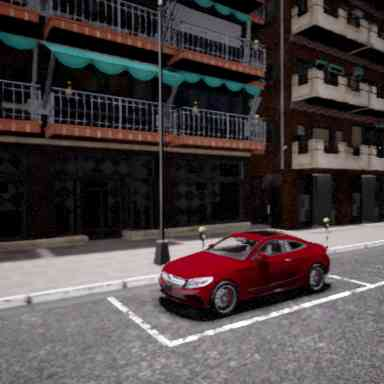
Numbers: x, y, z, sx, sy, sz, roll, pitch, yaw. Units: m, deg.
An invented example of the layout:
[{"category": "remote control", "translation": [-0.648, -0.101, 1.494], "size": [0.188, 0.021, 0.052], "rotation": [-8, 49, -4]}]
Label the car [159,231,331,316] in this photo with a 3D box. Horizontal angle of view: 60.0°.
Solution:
[{"category": "car", "translation": [1.319, 1.542, 7.297], "size": [4.206, 1.307, 1.802], "rotation": [0, 0, -33]}]
